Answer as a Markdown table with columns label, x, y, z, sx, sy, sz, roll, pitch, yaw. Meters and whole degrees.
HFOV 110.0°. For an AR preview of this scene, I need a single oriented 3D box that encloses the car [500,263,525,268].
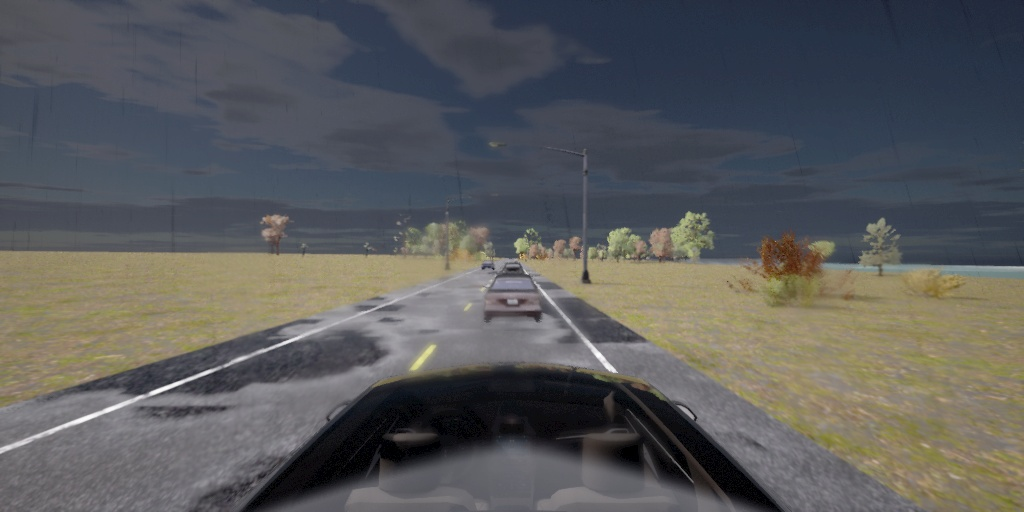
| label | x | y | z | sx | sy | sz | roll | pitch | yaw |
| --- | --- | --- | --- | --- | --- | --- | --- | --- | --- |
| car | 0.084 | 1.310 | 31.229 | 1.837 | 1.490 | 4.892 | 0 | 0 | 0 |

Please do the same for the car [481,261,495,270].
| label | x | y | z | sx | sy | sz | roll | pitch | yaw |
| --- | --- | --- | --- | --- | --- | --- | --- | --- | --- |
| car | -3.560 | 1.386 | 53.626 | 2.033 | 1.411 | 5.357 | 0 | 0 | 0 |

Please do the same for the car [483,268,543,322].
| label | x | y | z | sx | sy | sz | roll | pitch | yaw |
| --- | --- | --- | --- | --- | --- | --- | --- | --- | --- |
| car | 0.049 | 1.318 | 12.410 | 2.033 | 1.411 | 5.357 | 0 | 0 | 1 |
